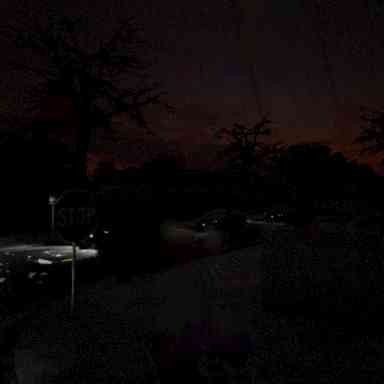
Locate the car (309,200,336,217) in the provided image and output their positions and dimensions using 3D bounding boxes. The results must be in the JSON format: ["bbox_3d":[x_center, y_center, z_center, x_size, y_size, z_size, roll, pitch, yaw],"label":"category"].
[{"bbox_3d":[16.817,2.028,42.582,2.150,2.045,5.566,1,-1,36],"label":"car"}]

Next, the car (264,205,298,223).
[{"bbox_3d":[8.485,2.005,31.309,1.837,1.490,4.892,1,-1,36],"label":"car"}]

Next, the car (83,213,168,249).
[{"bbox_3d":[-3.039,1.693,15.540,1.994,1.385,4.181,1,0,37],"label":"car"}]

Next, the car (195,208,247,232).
[{"bbox_3d":[2.106,1.814,22.603,1.812,1.442,4.674,1,0,36],"label":"car"}]
